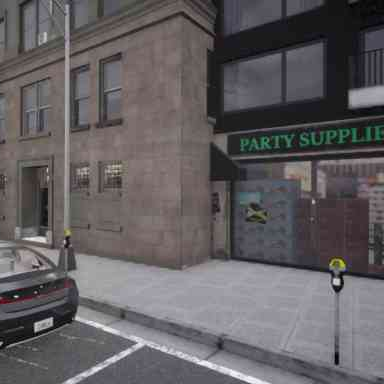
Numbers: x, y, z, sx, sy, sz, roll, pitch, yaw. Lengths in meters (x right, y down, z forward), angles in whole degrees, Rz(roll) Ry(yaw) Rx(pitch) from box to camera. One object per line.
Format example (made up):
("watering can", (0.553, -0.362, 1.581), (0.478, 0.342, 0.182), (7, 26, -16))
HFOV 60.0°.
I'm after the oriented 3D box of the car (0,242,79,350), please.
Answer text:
("car", (-3.778, 1.550, 5.739), (4.403, 1.369, 2.008), (0, 0, 35))
